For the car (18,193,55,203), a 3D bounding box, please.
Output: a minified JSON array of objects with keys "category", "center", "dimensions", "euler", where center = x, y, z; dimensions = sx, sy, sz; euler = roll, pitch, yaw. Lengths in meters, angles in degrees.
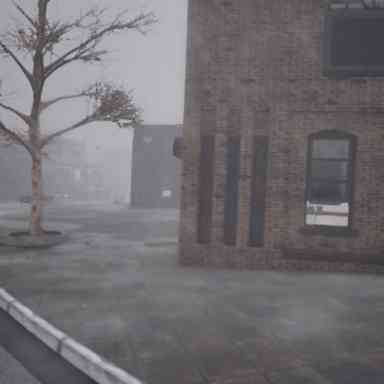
[{"category":"car","center":[-19.471,0.710,41.817],"dimensions":[1.895,1.301,4.718],"euler":[3,0,13]}]
